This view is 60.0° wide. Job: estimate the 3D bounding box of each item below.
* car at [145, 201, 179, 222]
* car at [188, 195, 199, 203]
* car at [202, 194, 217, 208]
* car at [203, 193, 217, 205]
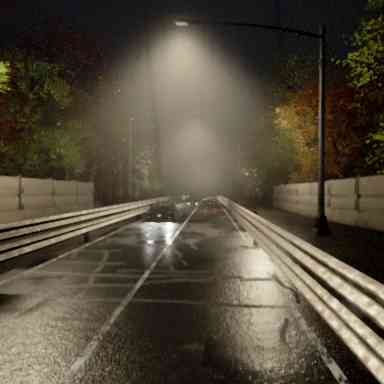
[{"bbox_3d":[-2.083,1.361,24.093,1.994,1.385,4.181,0,0,3],"label":"car"},{"bbox_3d":[0.230,1.316,64.592,1.812,1.442,4.674,0,0,4],"label":"car"},{"bbox_3d":[2.310,1.221,42.930,2.128,1.511,4.902,0,0,3],"label":"car"},{"bbox_3d":[2.878,1.096,53.200,2.097,1.767,4.553,0,0,3],"label":"car"}]
